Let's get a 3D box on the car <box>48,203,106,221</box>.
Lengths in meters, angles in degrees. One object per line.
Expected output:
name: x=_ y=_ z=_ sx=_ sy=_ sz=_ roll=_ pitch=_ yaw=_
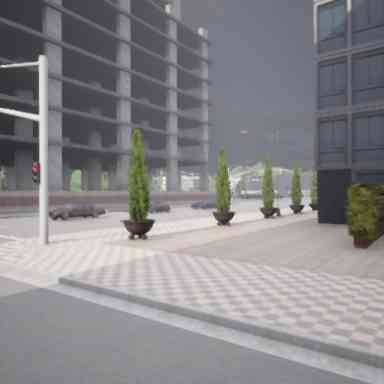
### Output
car: x=-10.136 y=1.677 z=29.262 sx=2.033 sy=1.411 sz=5.357 roll=0 pitch=0 yaw=36

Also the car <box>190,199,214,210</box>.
car: x=1.949 y=1.676 z=45.927 sx=2.033 sy=1.411 sz=5.357 roll=0 pitch=0 yaw=36

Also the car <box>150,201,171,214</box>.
car: x=-4.280 y=1.693 z=37.331 sx=1.994 sy=1.385 sz=4.181 roll=0 pitch=0 yaw=37
